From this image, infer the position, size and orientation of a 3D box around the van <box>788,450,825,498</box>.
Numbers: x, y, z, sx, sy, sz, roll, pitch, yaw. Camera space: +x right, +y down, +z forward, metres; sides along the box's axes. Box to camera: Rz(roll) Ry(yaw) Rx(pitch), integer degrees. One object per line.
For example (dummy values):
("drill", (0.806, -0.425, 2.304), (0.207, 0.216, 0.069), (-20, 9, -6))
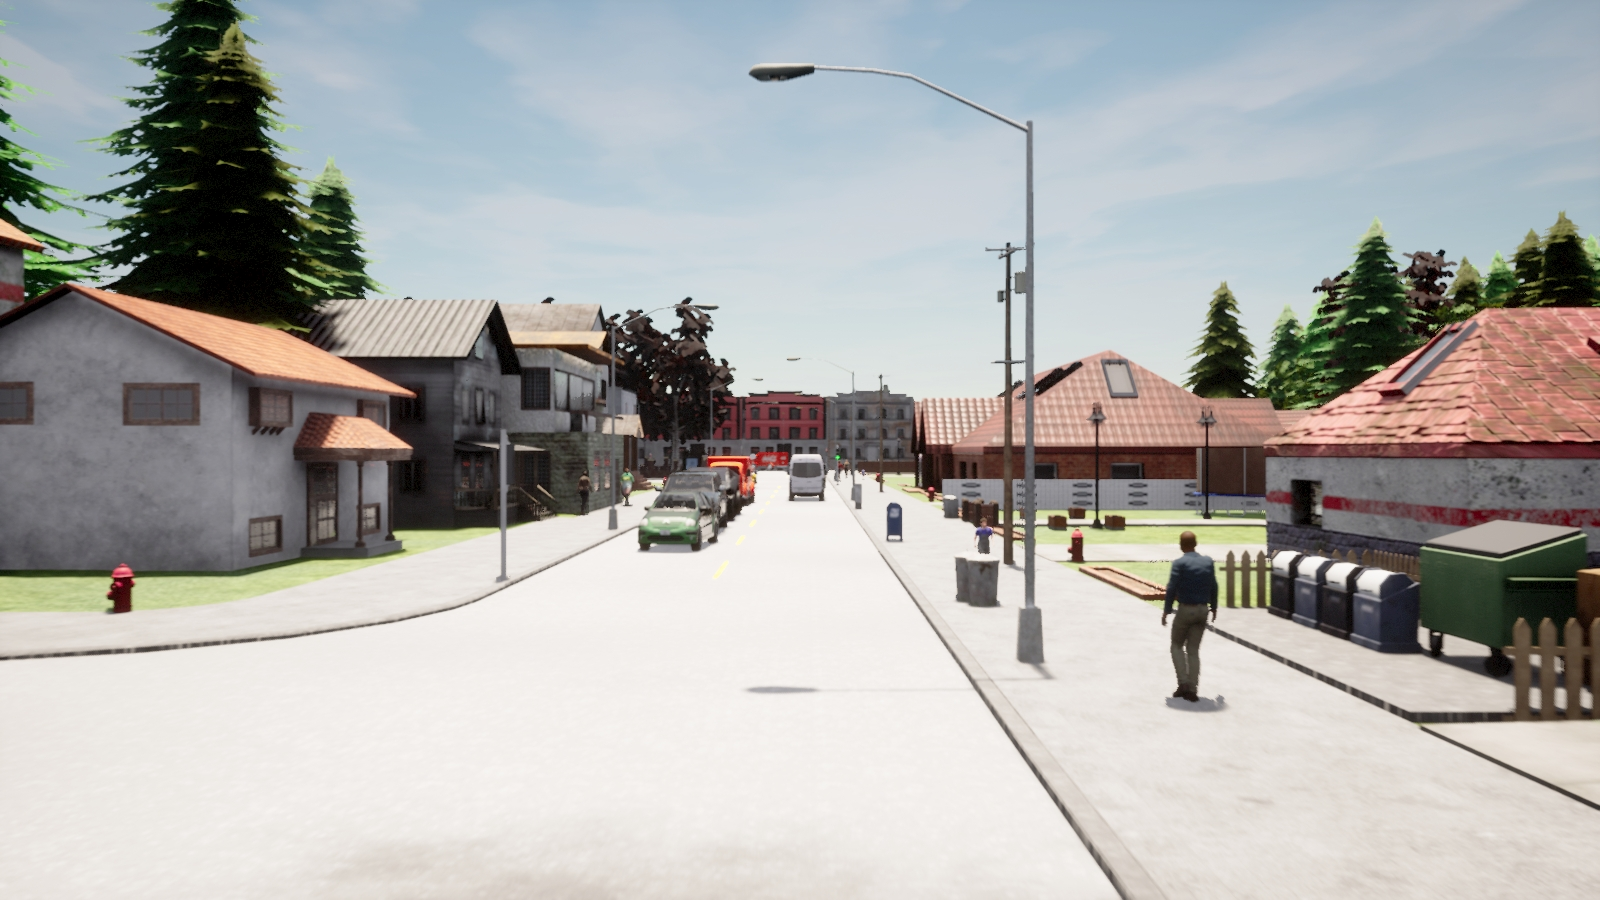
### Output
("van", (0.366, 1.306, 64.549), (1.988, 2.561, 5.915), (0, 0, 0))

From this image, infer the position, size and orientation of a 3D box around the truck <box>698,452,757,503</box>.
("truck", (-3.663, 1.337, 58.640), (2.627, 2.467, 5.204), (0, 0, 1))

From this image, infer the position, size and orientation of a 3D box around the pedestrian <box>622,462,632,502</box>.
("pedestrian", (-8.230, 1.516, 54.355), (0.375, 1.860, 0.375), (0, 0, 3))

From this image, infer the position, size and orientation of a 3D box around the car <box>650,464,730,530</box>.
("car", (-3.726, 1.554, 39.653), (2.150, 2.045, 5.566), (0, 0, 1))

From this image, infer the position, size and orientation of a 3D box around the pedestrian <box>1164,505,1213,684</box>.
("pedestrian", (4.150, 1.522, 12.202), (0.375, 1.860, 0.375), (0, 0, -5))

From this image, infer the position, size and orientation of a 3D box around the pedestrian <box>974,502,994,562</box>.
("pedestrian", (4.041, 1.799, 25.112), (0.375, 1.300, 0.375), (0, 0, -3))

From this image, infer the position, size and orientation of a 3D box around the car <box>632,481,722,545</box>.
("car", (-3.481, 1.775, 33.051), (1.851, 1.617, 3.988), (0, 0, 5))

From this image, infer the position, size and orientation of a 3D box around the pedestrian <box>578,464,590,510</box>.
("pedestrian", (-8.919, 1.519, 47.092), (0.375, 1.860, 0.375), (0, 0, 9))

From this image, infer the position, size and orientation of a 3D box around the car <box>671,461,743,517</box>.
("car", (-3.720, 1.527, 47.064), (2.390, 2.098, 6.274), (0, 0, 1))
